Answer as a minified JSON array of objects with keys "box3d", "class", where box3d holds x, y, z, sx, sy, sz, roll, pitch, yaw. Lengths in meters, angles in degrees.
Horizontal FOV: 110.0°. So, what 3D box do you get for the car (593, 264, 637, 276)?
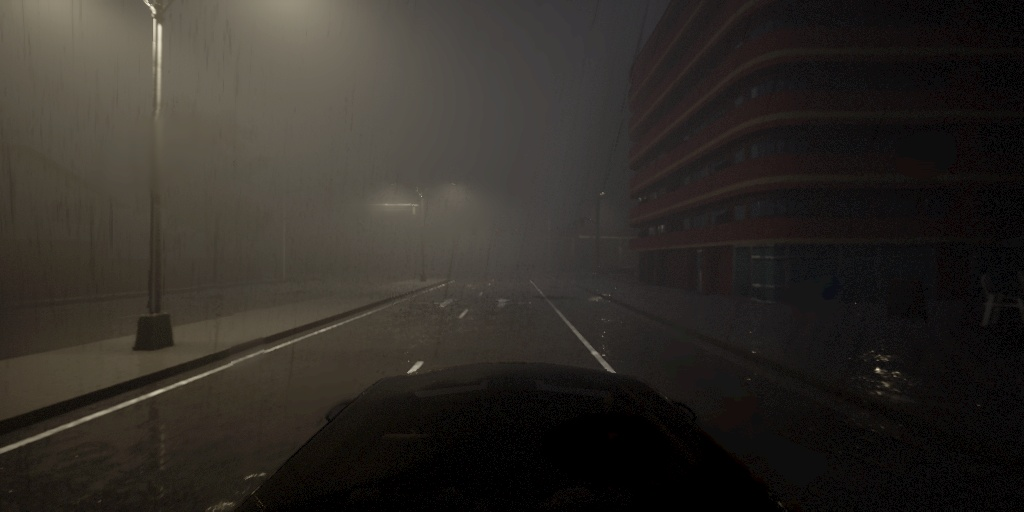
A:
[{"box3d":[12.465,1.600,42.989,4.718,1.301,1.895,0,-1,-1],"class":"car"}]
